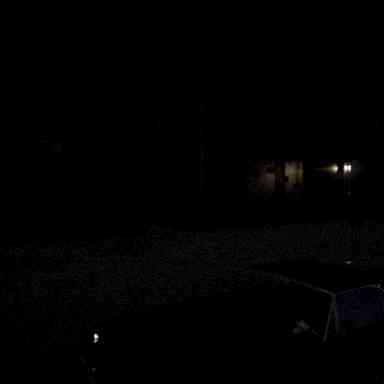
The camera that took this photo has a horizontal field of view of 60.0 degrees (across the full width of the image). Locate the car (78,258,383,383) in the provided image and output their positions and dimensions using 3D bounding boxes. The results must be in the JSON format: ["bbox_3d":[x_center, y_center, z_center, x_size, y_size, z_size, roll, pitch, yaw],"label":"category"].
[{"bbox_3d":[1.181,1.618,4.072,4.718,1.301,1.895,0,0,-35],"label":"car"}]
